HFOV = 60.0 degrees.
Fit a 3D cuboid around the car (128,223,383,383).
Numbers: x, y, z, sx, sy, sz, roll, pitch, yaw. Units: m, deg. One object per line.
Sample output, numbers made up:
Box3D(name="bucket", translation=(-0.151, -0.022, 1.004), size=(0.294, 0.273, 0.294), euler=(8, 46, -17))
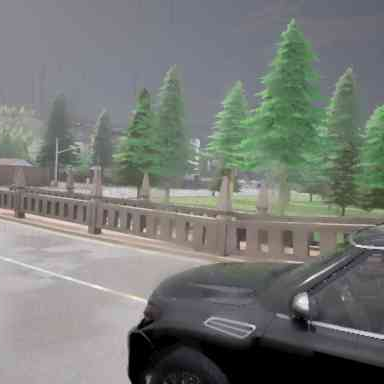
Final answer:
Box3D(name="car", translation=(2.009, 1.225, 2.557), size=(5.566, 2.045, 2.150), euler=(1, 0, 35))
